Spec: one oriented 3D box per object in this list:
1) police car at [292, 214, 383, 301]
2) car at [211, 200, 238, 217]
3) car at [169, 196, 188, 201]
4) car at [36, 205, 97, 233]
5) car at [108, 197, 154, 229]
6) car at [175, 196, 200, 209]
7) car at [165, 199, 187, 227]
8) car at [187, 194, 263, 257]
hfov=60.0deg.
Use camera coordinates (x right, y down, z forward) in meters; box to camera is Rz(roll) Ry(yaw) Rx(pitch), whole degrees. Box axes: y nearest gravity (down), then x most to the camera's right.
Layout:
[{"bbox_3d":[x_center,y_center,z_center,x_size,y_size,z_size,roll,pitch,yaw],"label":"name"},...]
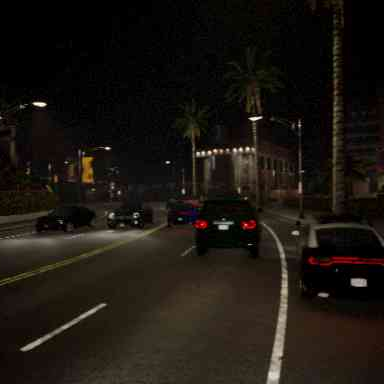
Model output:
[{"bbox_3d":[3.616,1.383,8.349,1.930,1.638,5.238,-1,0,15],"label":"police car"},{"bbox_3d":[3.086,1.580,32.768,1.994,1.385,4.181,-1,0,-3],"label":"car"},{"bbox_3d":[-2.213,1.613,43.028,2.128,1.511,4.902,-1,0,-16],"label":"car"},{"bbox_3d":[-7.790,1.644,21.068,1.882,1.535,5.008,-1,0,8],"label":"car"},{"bbox_3d":[-4.044,1.461,22.631,2.097,1.767,4.553,-1,0,6],"label":"car"},{"bbox_3d":[-0.666,1.459,48.512,2.097,1.767,4.553,-1,0,-22],"label":"car"},{"bbox_3d":[-0.459,1.531,23.037,1.882,1.535,5.008,-1,0,6],"label":"car"},{"bbox_3d":[1.593,1.222,13.238,2.150,2.045,5.566,-1,0,13],"label":"car"}]
